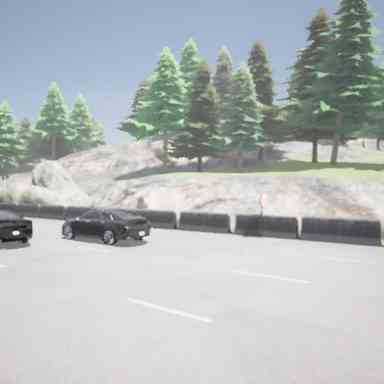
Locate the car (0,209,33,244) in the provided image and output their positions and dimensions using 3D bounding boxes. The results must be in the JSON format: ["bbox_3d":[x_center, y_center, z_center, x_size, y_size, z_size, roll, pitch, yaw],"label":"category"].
[{"bbox_3d":[-9.059,1.491,14.762,5.008,1.535,1.882,0,0,36],"label":"car"}]

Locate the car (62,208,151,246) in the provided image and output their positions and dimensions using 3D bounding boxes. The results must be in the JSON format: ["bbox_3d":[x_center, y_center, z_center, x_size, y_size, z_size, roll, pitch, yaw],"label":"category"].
[{"bbox_3d":[-4.096,1.517,15.519,4.892,1.490,1.837,0,0,36],"label":"car"}]
